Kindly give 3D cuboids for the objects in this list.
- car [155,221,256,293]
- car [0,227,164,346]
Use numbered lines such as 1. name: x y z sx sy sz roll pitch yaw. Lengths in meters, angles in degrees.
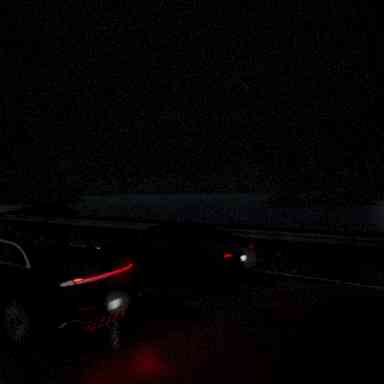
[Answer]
1. car: -0.490 1.471 8.648 4.181 1.385 1.994 0 1 34
2. car: -3.165 1.446 6.260 4.902 1.511 2.128 0 0 33
